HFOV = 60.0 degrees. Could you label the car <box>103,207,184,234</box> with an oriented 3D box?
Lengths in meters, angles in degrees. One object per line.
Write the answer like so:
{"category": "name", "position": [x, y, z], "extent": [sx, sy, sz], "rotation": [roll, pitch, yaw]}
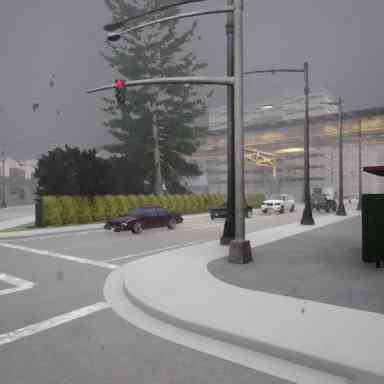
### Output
{"category": "car", "position": [-2.697, 1.601, 20.031], "extent": [2.033, 1.411, 5.357], "rotation": [-1, 0, 36]}

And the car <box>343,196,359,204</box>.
{"category": "car", "position": [31.946, 1.520, 67.954], "extent": [4.974, 1.542, 2.038], "rotation": [0, 0, -29]}

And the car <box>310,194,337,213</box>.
{"category": "car", "position": [14.936, 1.246, 38.089], "extent": [2.150, 2.045, 5.566], "rotation": [-1, 0, 35]}

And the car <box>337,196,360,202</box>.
{"category": "car", "position": [31.989, 1.363, 67.981], "extent": [4.536, 1.218, 1.853], "rotation": [0, 0, -29]}

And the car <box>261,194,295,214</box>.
{"category": "car", "position": [9.729, 1.280, 37.140], "extent": [2.150, 2.045, 5.566], "rotation": [-1, 0, 36]}

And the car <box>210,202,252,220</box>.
{"category": "car", "position": [3.425, 1.534, 28.477], "extent": [1.882, 1.535, 5.008], "rotation": [-1, 0, 36]}
